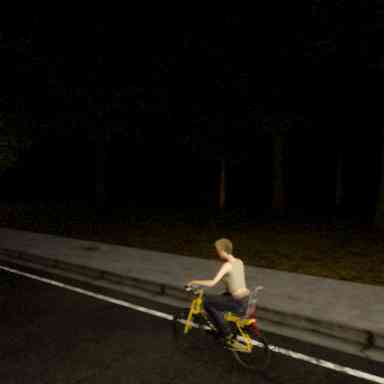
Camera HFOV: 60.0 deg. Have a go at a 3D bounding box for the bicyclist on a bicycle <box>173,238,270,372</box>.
[{"bbox_3d":[0.335,1.411,4.403,1.509,1.612,0.866,1,0,36],"label":"bicyclist on a bicycle"}]
